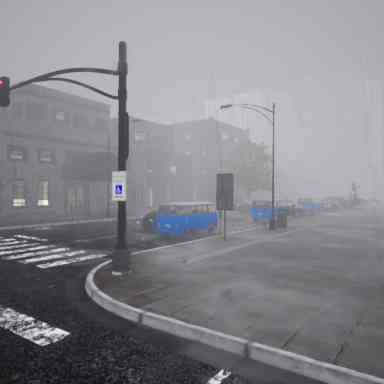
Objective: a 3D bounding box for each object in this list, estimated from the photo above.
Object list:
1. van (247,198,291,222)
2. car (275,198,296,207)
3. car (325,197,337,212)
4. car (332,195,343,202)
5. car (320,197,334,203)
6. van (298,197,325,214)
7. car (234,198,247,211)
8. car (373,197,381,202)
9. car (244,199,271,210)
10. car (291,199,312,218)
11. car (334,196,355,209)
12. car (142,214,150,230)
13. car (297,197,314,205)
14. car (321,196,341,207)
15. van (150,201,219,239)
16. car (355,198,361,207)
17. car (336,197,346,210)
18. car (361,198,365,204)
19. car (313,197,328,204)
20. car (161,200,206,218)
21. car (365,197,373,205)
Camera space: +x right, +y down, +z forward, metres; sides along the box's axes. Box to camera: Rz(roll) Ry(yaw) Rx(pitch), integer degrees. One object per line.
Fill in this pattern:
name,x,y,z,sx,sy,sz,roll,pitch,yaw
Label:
van,6.237,1.436,26.699,1.690,1.788,3.998,0,0,35
car,15.272,1.666,54.118,1.887,1.381,4.507,0,0,35
car,15.863,1.671,40.389,1.752,1.417,4.829,0,0,35
car,37.504,1.713,85.736,1.967,1.590,4.097,0,0,35
car,31.152,1.793,76.702,1.947,1.339,4.313,0,0,35
van,12.590,1.469,35.732,1.690,1.788,3.998,0,0,35
car,5.745,1.507,40.568,1.967,1.590,4.097,0,0,35
car,44.350,1.900,80.901,1.947,1.339,4.313,0,0,35
car,8.920,1.629,45.085,1.887,1.381,4.507,0,0,35
car,9.412,1.656,31.215,1.887,1.381,4.507,0,0,35
car,22.118,1.497,49.284,2.192,1.841,5.009,0,0,35
car,-1.151,1.615,20.794,1.994,1.385,4.181,1,0,36
car,21.624,1.706,63.152,1.887,1.381,4.507,0,0,35
car,22.967,1.534,54.986,2.097,1.767,4.553,1,0,35
van,-0.115,1.407,17.665,1.690,1.788,3.998,0,0,35
car,25.295,1.517,53.801,2.192,1.841,5.009,0,0,35
car,18.940,1.729,44.766,1.947,1.339,4.313,0,0,35
car,28.567,1.748,58.456,1.752,1.417,4.829,0,0,35
car,27.878,1.729,72.046,1.752,1.417,4.829,0,0,35
car,-0.706,1.558,31.394,1.752,1.417,4.829,0,0,35
car,34.821,1.810,67.351,1.887,1.381,4.507,0,0,35
